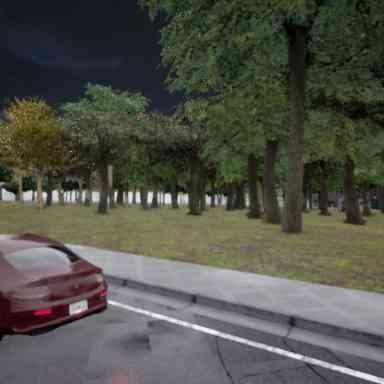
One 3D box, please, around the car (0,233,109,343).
[{"bbox_3d":[-3.525,1.503,6.184,4.674,1.442,1.812,0,0,36],"label":"car"}]
